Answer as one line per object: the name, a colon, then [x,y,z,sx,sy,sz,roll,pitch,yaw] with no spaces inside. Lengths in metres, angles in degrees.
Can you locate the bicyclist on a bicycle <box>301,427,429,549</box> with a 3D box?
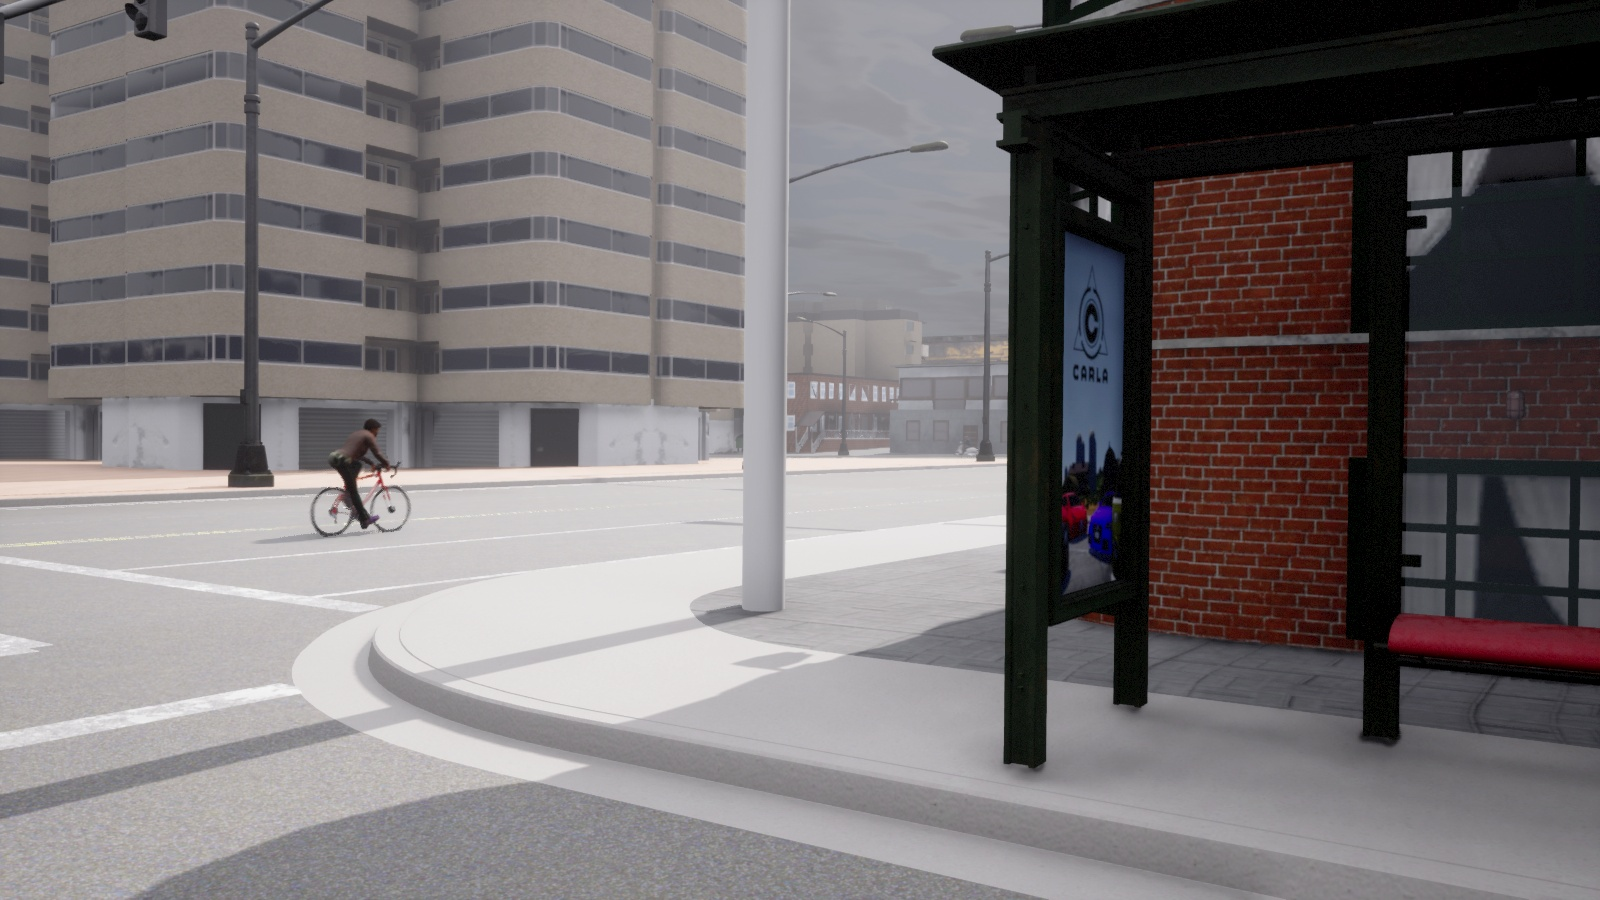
bicyclist on a bicycle: [-6.067,0.499,17.582,0.582,1.620,1.656,0,1,34]

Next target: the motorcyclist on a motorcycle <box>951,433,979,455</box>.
motorcyclist on a motorcycle: [12.173,-0.467,92.461,1.817,1.590,0.866,-1,0,32]
